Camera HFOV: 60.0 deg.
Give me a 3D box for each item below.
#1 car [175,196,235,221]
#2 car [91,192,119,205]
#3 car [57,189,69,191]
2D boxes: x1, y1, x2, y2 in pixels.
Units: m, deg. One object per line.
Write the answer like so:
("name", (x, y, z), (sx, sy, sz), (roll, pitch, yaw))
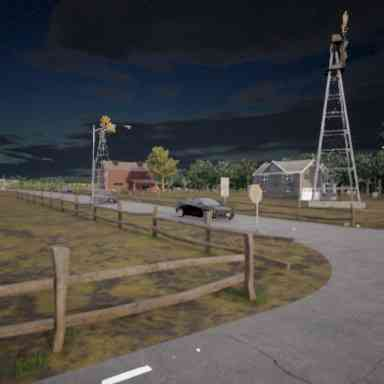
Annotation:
("car", (0.782, 1.065, 22.538), (1.882, 1.535, 5.008), (0, 1, -36))
("car", (-9.709, 0.656, 37.075), (1.994, 1.385, 4.181), (0, 2, -36))
("car", (-18.829, -0.223, 49.856), (1.994, 1.385, 4.181), (0, 2, -36))
